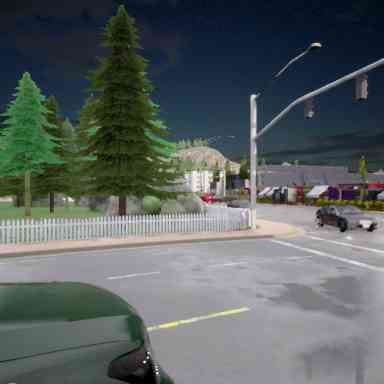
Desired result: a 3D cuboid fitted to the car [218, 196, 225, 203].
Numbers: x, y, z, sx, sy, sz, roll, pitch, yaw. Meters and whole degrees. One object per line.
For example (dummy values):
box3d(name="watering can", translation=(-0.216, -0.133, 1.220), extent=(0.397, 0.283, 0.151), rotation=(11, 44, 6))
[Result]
box3d(name="car", translation=(6.020, 1.572, 71.148), extent=(1.837, 1.490, 4.892), rotation=(0, 0, -16))

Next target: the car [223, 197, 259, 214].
box3d(name="car", translation=(5.346, 1.569, 35.462), extent=(1.837, 1.490, 4.892), rotation=(0, 0, -16))

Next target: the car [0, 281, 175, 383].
box3d(name="car", translation=(-2.773, 1.221, 1.658), extent=(5.566, 2.045, 2.150), rotation=(0, 0, -36))

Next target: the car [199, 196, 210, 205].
box3d(name="car", translation=(0.760, 1.665, 51.177), extent=(1.895, 1.301, 4.718), rotation=(0, 0, -16))

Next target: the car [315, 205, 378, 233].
box3d(name="car", translation=(9.128, 1.546, 20.021), extent=(2.128, 1.511, 4.902), rotation=(0, 0, -2))

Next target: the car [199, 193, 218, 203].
box3d(name="car", translation=(2.875, 1.289, 69.597), extent=(2.150, 2.045, 5.566), rotation=(0, 0, -17))
